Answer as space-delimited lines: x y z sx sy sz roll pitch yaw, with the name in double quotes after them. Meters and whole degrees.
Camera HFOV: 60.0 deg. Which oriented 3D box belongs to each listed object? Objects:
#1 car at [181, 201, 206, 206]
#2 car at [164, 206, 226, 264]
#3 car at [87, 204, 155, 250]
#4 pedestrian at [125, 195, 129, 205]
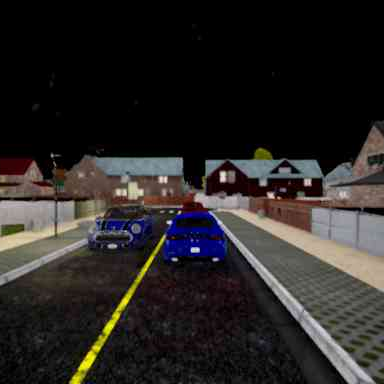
0.095 1.467 26.027 1.882 1.535 5.008 0 0 0 "car"
0.096 1.473 11.821 1.882 1.535 5.008 0 0 0 "car"
-2.845 1.346 14.149 2.097 1.767 4.553 0 0 0 "car"
-9.354 1.034 48.004 0.375 1.860 0.375 0 0 1 "pedestrian"
